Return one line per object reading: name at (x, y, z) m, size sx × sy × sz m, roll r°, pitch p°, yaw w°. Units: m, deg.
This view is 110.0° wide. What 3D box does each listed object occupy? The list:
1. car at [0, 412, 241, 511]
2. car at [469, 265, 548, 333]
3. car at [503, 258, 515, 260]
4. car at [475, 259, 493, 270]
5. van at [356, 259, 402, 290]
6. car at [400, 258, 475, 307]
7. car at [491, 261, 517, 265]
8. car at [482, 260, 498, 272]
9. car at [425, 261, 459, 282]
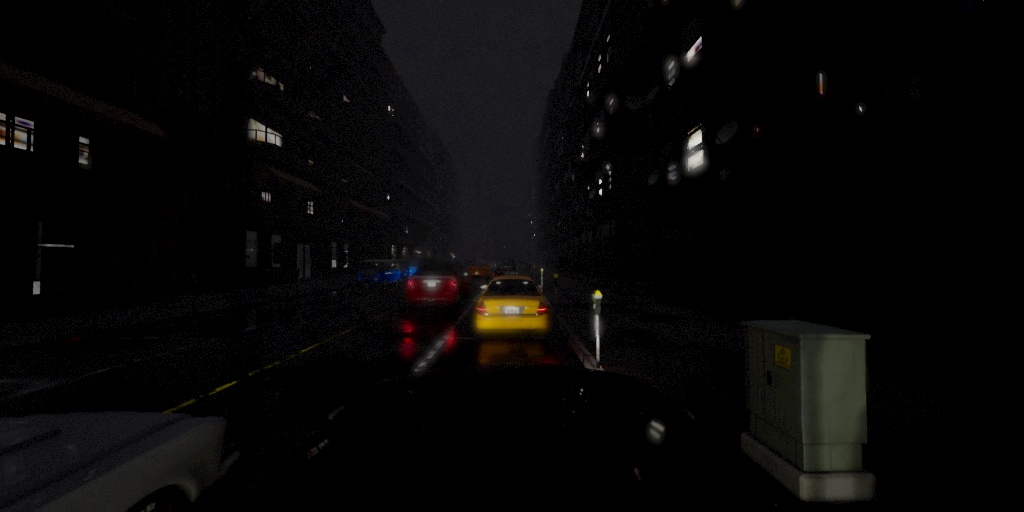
car at (-2.929, 1.350, 0.464) m, size 1.895 × 1.301 × 4.718 m, roll 0°, pitch 0°, yaw 0°
car at (0.004, 1.212, 10.693) m, size 1.801 × 1.575 × 5.366 m, roll 0°, pitch 0°, yaw 0°
car at (-0.445, 1.240, 39.134) m, size 1.967 × 1.591 × 4.097 m, roll 0°, pitch 0°, yaw 0°
car at (-2.928, 1.262, 32.164) m, size 1.882 × 1.535 × 5.008 m, roll 0°, pitch 0°, yaw 0°
van at (-8.335, 1.108, 22.603) m, size 1.690 × 1.789 × 3.998 m, roll 0°, pitch 0°, yaw 0°
car at (-3.021, 1.111, 15.593) m, size 2.097 × 1.767 × 4.553 m, roll 0°, pitch 0°, yaw 0°
car at (-0.452, 1.322, 28.072) m, size 1.888 × 1.381 × 4.507 m, roll 0°, pitch 0°, yaw 0°
car at (-2.926, 1.349, 48.784) m, size 1.812 × 1.442 × 4.674 m, roll 0°, pitch 0°, yaw 0°
car at (-5.866, 1.259, 30.579) m, size 1.882 × 1.535 × 5.008 m, roll 0°, pitch 0°, yaw 0°
